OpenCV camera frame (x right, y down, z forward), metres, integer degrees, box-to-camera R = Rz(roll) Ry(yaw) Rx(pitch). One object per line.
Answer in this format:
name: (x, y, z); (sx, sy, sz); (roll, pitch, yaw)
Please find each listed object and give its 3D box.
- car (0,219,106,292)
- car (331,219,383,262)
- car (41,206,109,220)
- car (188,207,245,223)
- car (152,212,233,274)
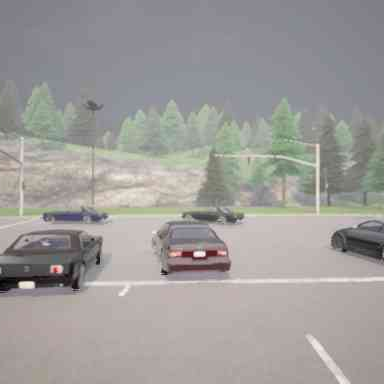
car: (-3.660, 1.657, 9.092); (1.895, 1.301, 4.718); (0, 0, -7)
car: (6.813, 1.659, 11.807); (1.994, 1.385, 4.181); (0, 0, -8)
car: (-8.955, 1.760, 25.526); (4.718, 1.301, 1.895); (0, 0, 8)
car: (1.500, 1.779, 25.523); (4.718, 1.301, 1.895); (0, -1, 32)
car: (-0.236, 1.622, 10.840); (2.033, 1.411, 5.357); (0, 0, -10)
